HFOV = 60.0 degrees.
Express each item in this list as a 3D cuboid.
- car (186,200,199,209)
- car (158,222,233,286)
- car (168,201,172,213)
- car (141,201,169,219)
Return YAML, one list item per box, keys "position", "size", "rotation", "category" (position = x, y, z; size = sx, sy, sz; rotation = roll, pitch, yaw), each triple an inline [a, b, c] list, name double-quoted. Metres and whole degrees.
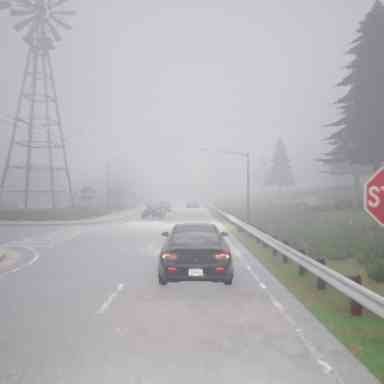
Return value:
- position: [0.081, 1.958, 53.899]
  size: [1.994, 1.385, 4.181]
  rotation: [0, 0, 0]
  category: "car"
- position: [0.090, 1.596, 9.533]
  size: [1.812, 1.442, 4.674]
  rotation: [0, 0, 0]
  category: "car"
- position: [-3.561, 1.853, 41.951]
  size: [2.033, 1.411, 5.357]
  rotation: [0, 0, 1]
  category: "car"
- position: [-3.630, 1.835, 31.954]
  size: [1.895, 1.301, 4.718]
  rotation: [0, 0, 1]
  category: "car"
